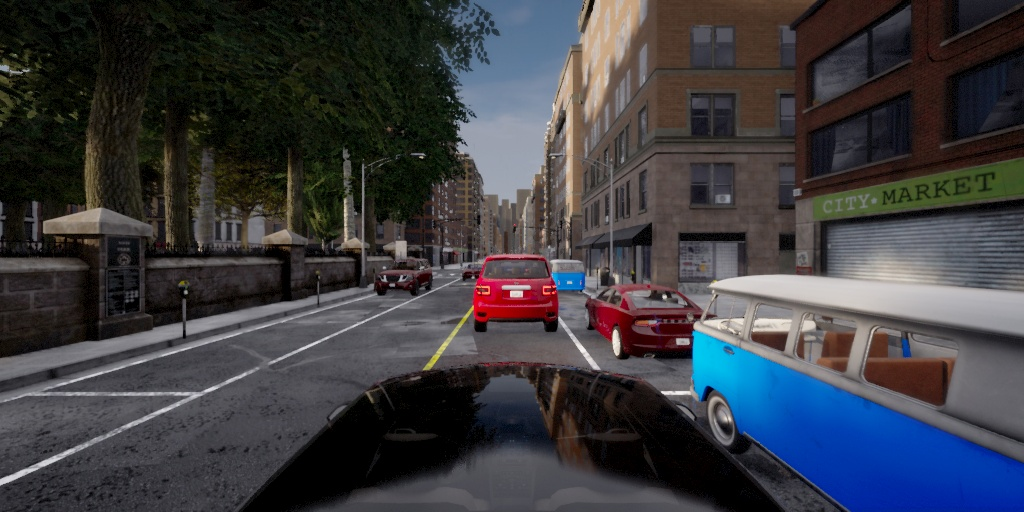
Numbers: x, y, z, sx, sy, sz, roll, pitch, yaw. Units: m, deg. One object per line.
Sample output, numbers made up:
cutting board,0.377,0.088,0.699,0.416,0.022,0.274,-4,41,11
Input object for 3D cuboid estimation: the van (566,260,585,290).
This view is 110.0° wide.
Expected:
van,2.851,1.086,19.535,1.690,1.789,3.998,0,0,0

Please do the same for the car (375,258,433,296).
car,-5.673,1.059,19.492,2.192,1.841,5.009,0,0,0

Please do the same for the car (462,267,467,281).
car,-3.009,1.339,29.955,1.895,1.301,4.718,0,0,0

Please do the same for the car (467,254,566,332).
car,0.095,0.970,10.972,2.150,2.045,5.566,0,0,0

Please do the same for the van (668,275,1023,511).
van,2.856,1.091,2.553,1.690,1.789,3.998,0,0,0

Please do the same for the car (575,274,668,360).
car,2.855,1.294,8.214,1.888,1.381,4.507,0,0,0
